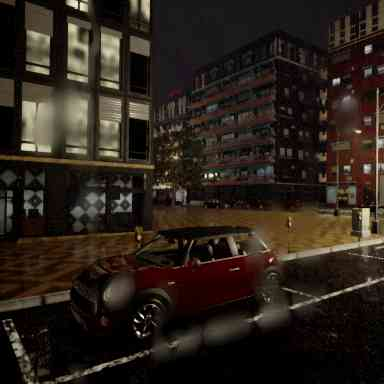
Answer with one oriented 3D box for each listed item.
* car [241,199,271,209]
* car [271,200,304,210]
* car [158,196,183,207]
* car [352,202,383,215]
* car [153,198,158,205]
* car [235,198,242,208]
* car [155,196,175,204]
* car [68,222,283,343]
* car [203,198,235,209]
[{"bbox_3d":[10.186,1.800,50.635,1.887,1.381,4.507,1,-1,-35],"label":"car"},{"bbox_3d":[13.450,1.806,45.997,1.802,1.307,4.206,1,-1,-35],"label":"car"},{"bbox_3d":[-3.199,1.733,55.086,1.887,1.381,4.507,1,-1,-35],"label":"car"},{"bbox_3d":[19.981,1.730,36.726,1.947,1.339,4.313,1,-1,-35],"label":"car"},{"bbox_3d":[-6.465,1.764,59.723,1.887,1.381,4.507,1,-1,-35],"label":"car"},{"bbox_3d":[6.921,1.726,55.271,1.967,1.590,4.097,1,-1,-35],"label":"car"},{"bbox_3d":[-6.139,1.724,73.818,2.192,1.841,5.009,1,-1,-35],"label":"car"},{"bbox_3d":[-0.185,1.441,6.405,4.097,1.590,1.967,0,1,-35],"label":"car"},{"bbox_3d":[3.331,1.678,45.814,2.008,1.369,4.403,1,-1,-35],"label":"car"}]
